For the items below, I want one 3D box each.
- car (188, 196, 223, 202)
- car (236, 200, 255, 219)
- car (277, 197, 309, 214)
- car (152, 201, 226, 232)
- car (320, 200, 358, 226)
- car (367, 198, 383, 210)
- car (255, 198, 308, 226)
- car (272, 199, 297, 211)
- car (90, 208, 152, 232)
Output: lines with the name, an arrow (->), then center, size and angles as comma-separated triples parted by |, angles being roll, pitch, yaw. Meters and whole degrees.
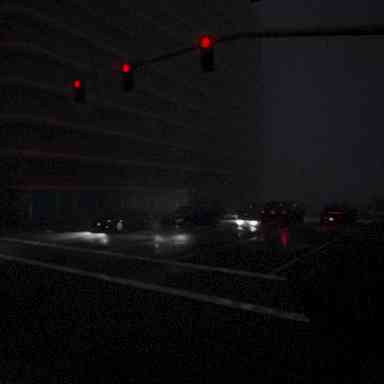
car -> 0.900, 1.397, 28.948 | 2.150, 2.045, 5.566 | -1, -1, 35
car -> 5.640, 1.700, 29.605 | 1.994, 1.385, 4.181 | -1, 0, 34
car -> 11.551, 1.488, 37.944 | 2.097, 1.767, 4.553 | -1, 0, 36
car -> -0.066, 1.614, 21.504 | 1.882, 1.535, 5.008 | -1, 0, 35
car -> 10.761, 1.562, 24.358 | 1.837, 1.490, 4.892 | -1, 0, 35
car -> 24.066, 1.549, 43.224 | 2.128, 1.511, 4.902 | -1, 0, 35
car -> 6.871, 1.447, 24.922 | 2.097, 1.767, 4.553 | -1, 0, 35
car -> 12.730, 1.700, 45.623 | 1.812, 1.442, 4.674 | -1, -1, 36
car -> -4.413, 1.738, 21.413 | 1.994, 1.385, 4.181 | -1, 0, 35
